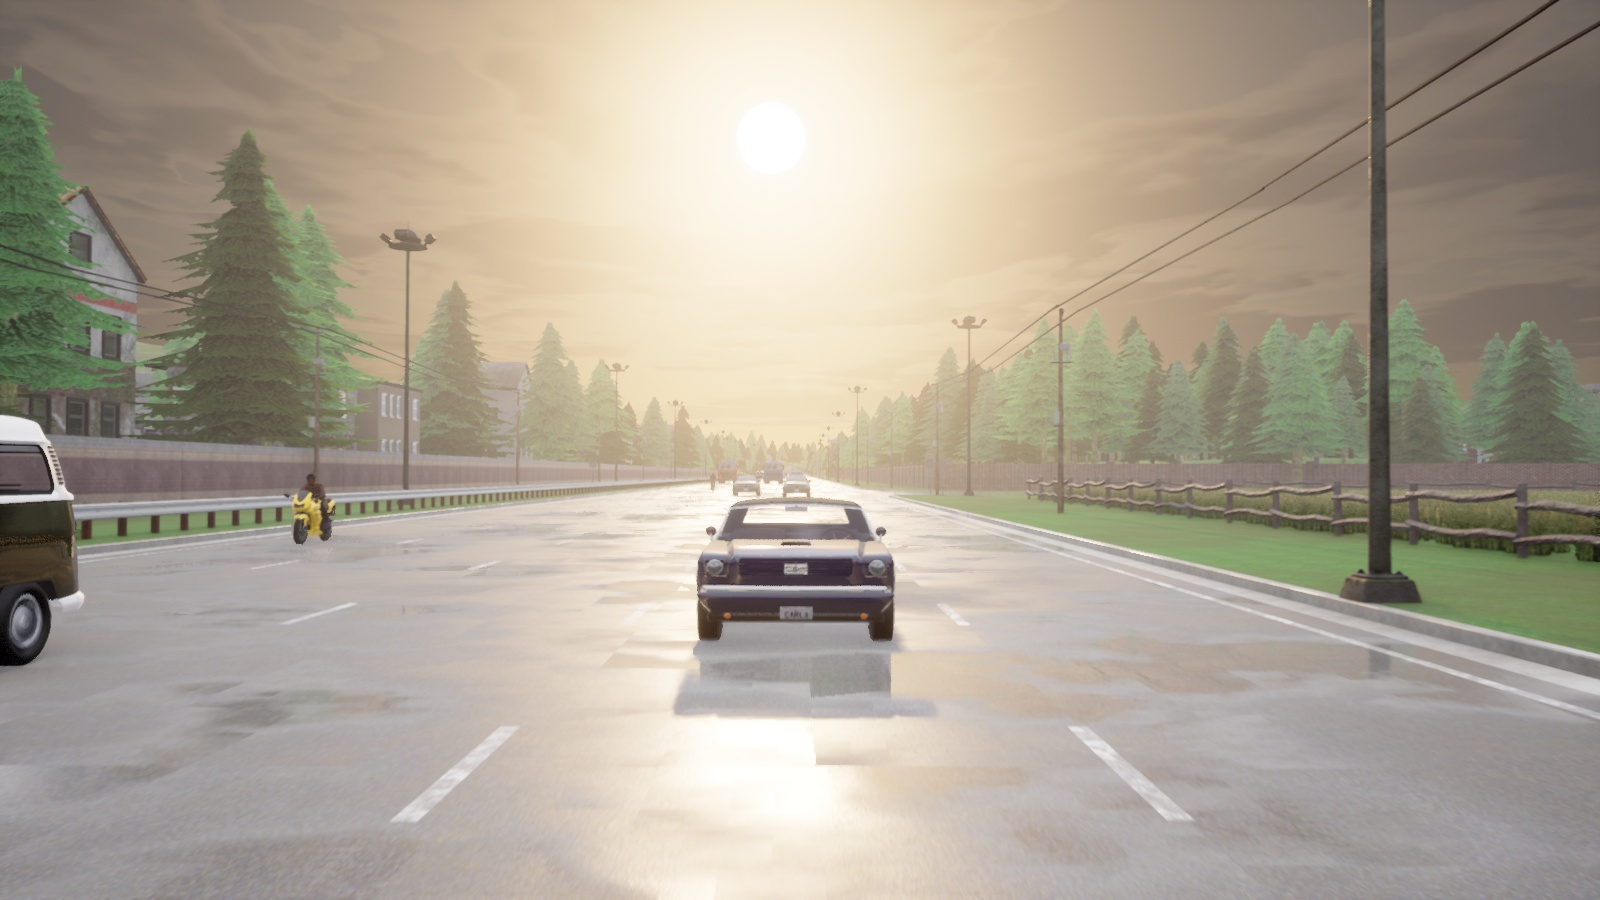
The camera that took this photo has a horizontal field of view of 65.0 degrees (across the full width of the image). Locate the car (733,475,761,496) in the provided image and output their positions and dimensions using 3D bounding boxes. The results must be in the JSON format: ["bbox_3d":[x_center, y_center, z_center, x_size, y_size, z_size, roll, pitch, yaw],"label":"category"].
[{"bbox_3d":[-3.718,2.502,88.507,1.812,1.442,4.674,0,-1,0],"label":"car"}]

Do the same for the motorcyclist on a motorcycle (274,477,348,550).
[{"bbox_3d":[-10.567,1.347,27.200,0.797,1.523,2.044,0,-1,0],"label":"motorcyclist on a motorcycle"}]

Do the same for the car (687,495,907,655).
[{"bbox_3d":[-0.032,1.164,13.232,1.895,1.301,4.718,0,-1,0],"label":"car"}]

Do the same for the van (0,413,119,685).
[{"bbox_3d":[-7.023,0.733,8.798,2.069,2.038,4.480,0,-1,0],"label":"van"}]

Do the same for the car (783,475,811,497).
[{"bbox_3d":[-0.211,2.436,85.711,1.812,1.442,4.674,0,-1,0],"label":"car"}]
